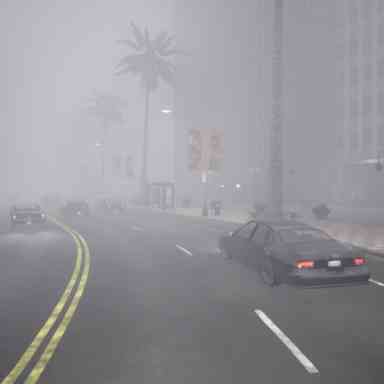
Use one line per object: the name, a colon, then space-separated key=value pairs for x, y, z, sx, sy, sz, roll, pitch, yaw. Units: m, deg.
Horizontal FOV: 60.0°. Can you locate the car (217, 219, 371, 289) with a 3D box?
car: x=2.290 y=1.456 z=9.108 sx=2.033 sy=1.411 sz=5.357 roll=0 pitch=1 yaw=-13

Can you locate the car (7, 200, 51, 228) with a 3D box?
car: x=-10.134 y=1.402 z=20.466 sx=1.895 sy=1.301 sz=4.718 roll=0 pitch=1 yaw=-29

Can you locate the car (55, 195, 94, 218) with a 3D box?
car: x=-9.570 y=1.245 z=26.905 sx=1.837 sy=1.490 sz=4.892 roll=0 pitch=1 yaw=-29

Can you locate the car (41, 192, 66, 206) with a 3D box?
car: x=-17.139 y=0.963 z=40.412 sx=2.097 sy=1.767 sz=4.553 roll=0 pitch=1 yaw=-29

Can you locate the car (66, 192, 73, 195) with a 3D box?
car: x=-26.266 y=0.678 z=69.784 sx=2.185 sy=1.767 sz=4.553 roll=0 pitch=1 yaw=-29

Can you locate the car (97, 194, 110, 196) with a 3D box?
car: x=-11.827 y=1.050 z=44.205 sx=2.231 sy=1.521 sz=4.892 roll=0 pitch=1 yaw=-29

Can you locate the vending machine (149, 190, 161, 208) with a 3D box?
vending machine: x=-4.416 y=0.805 z=39.824 sx=1.100 sy=2.100 sz=0.880 roll=0 pitch=1 yaw=-29

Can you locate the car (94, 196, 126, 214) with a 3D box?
car: x=-7.685 y=1.300 z=30.769 sx=1.895 sy=1.301 sz=4.718 roll=0 pitch=1 yaw=-29

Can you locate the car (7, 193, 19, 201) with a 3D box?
car: x=-30.379 y=0.959 z=56.446 sx=1.837 sy=1.490 sz=4.892 roll=0 pitch=1 yaw=-29
